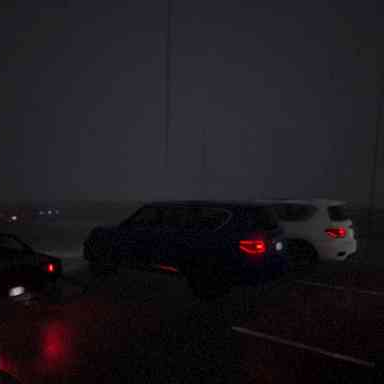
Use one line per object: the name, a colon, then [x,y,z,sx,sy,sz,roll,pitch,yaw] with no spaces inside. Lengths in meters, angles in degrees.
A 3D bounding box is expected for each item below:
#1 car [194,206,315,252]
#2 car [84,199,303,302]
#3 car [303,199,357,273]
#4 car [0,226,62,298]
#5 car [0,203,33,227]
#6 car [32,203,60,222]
car: [2.719,1.504,14.916,4.902,1.511,2.128,0,0,35]
car: [-0.359,1.225,8.521,5.566,2.045,2.150,0,0,35]
car: [2.305,1.231,10.924,5.566,2.045,2.150,0,0,35]
car: [-5.144,1.596,7.618,4.718,1.301,1.895,0,0,35]
car: [-12.436,1.552,21.361,4.181,1.385,1.994,0,0,35]
car: [-12.377,1.538,25.609,5.357,1.411,2.033,0,0,35]
